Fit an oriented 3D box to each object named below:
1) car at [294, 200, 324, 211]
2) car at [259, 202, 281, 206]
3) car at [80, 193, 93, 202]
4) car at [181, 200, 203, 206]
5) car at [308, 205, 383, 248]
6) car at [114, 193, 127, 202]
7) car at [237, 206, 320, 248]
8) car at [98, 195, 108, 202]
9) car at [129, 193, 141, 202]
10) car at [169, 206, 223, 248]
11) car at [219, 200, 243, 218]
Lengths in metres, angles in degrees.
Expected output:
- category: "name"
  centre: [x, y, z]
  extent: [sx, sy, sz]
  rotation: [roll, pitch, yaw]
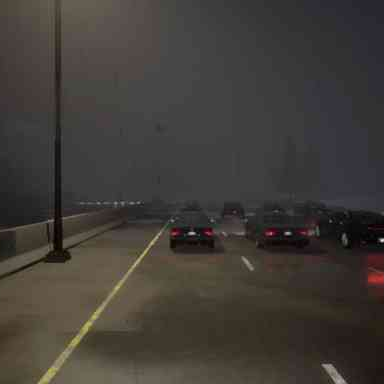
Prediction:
- category: "car"
  centre: [10.500, 1.495, 29.650]
  extent: [2.128, 1.511, 4.902]
  rotation: [0, 0, 0]
- category: "car"
  centre: [7.000, 1.573, 29.650]
  extent: [1.994, 1.385, 4.181]
  rotation: [0, 0, 0]
- category: "car"
  centre: [-22.987, 1.206, 72.628]
  extent: [2.150, 2.045, 5.566]
  rotation: [0, 0, -10]
- category: "car"
  centre: [0.000, 1.495, 29.650]
  extent: [2.128, 1.511, 4.902]
  rotation: [0, 0, 0]
- category: "car"
  centre: [7.000, 1.517, 14.650]
  extent: [1.837, 1.490, 4.892]
  rotation: [0, 0, 0]
- category: "car"
  centre: [-16.127, 1.469, 74.025]
  extent: [1.837, 1.490, 4.892]
  rotation: [0, 0, -10]
- category: "car"
  centre: [3.500, 1.563, 14.650]
  extent: [2.033, 1.411, 5.357]
  rotation: [0, 0, 0]
- category: "car"
  centre: [-19.559, 1.452, 73.341]
  extent: [1.882, 1.535, 5.008]
  rotation: [0, 0, -10]
- category: "car"
  centre: [-12.694, 1.463, 74.708]
  extent: [1.837, 1.490, 4.892]
  rotation: [0, 0, -10]
- category: "car"
  centre: [0.000, 1.563, 14.650]
  extent: [2.033, 1.411, 5.357]
  rotation: [0, 0, 0]
- category: "car"
  centre: [3.500, 1.485, 29.650]
  extent: [1.882, 1.535, 5.008]
  rotation: [0, 0, 0]
